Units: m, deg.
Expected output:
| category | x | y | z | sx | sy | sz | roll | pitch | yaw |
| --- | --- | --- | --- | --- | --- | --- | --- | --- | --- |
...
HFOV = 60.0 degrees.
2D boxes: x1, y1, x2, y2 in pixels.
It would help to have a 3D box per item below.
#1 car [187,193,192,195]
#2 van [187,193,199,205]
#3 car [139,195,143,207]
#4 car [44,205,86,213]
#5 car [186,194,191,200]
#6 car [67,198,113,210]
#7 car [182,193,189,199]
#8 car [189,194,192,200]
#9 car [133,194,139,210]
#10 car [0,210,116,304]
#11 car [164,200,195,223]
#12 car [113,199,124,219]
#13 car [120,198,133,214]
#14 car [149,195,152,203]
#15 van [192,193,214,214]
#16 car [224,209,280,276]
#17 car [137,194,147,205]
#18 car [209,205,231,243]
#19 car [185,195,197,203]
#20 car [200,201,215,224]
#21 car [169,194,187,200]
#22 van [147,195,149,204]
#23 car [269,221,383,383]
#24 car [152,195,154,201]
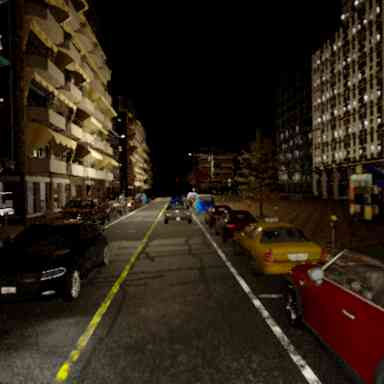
| category | x | y | z | sx | sy | sz | roll | pitch | yaw |
| --- | --- | --- | --- | --- | --- | --- | --- | --- | --- |
| car | 0.359 | 1.180 | 48.353 | 1.967 | 1.590 | 4.097 | -1 | 0 | -3 |
| van | 0.079 | 1.060 | 53.873 | 1.690 | 1.788 | 3.998 | -1 | 0 | -3 |
| car | -7.730 | 1.466 | 42.415 | 1.947 | 1.339 | 4.313 | -1 | 0 | -3 |
| car | -6.338 | 1.546 | 14.648 | 1.752 | 1.417 | 4.829 | -1 | 0 | -3 |
| car | 0.639 | 1.327 | 42.834 | 1.947 | 1.339 | 4.313 | -1 | 0 | -3 |
| car | -6.629 | 1.310 | 20.335 | 2.192 | 1.841 | 5.009 | -1 | 0 | -3 |
| car | -1.853 | 1.134 | 92.512 | 1.887 | 1.381 | 4.507 | -1 | 0 | -3 |
| car | 0.906 | 1.308 | 37.483 | 1.752 | 1.417 | 4.829 | -1 | 0 | -3 |
| car | -7.456 | 1.363 | 36.894 | 1.967 | 1.590 | 4.097 | -1 | 0 | -3 |
| car | -3.429 | 1.485 | 8.490 | 1.882 | 1.535 | 5.008 | -1 | 0 | -3 |
| car | -1.023 | 1.483 | 24.202 | 1.895 | 1.301 | 4.718 | -1 | 0 | -3 |
| car | -6.899 | 1.521 | 25.857 | 2.008 | 1.369 | 4.403 | -1 | 0 | -3 |
| car | -7.176 | 1.497 | 31.377 | 2.008 | 1.369 | 4.403 | -1 | 0 | -3 |
| car | -8.560 | 1.420 | 58.974 | 1.802 | 1.307 | 4.206 | -1 | 0 | -3 |
| van | 1.187 | 1.148 | 31.794 | 1.690 | 1.788 | 3.998 | -1 | 0 | -3 |
| car | 2.290 | 1.432 | 9.886 | 1.752 | 1.417 | 4.829 | -1 | 0 | -3 |
| car | -8.007 | 1.424 | 47.935 | 1.887 | 1.381 | 4.507 | -1 | 0 | -3 |
| car | 2.023 | 1.463 | 15.237 | 1.802 | 1.307 | 4.206 | -1 | 0 | -3 |
| car | -0.202 | 1.224 | 59.562 | 1.752 | 1.417 | 4.829 | -1 | 0 | -3 |
| car | 1.746 | 1.438 | 20.756 | 1.802 | 1.307 | 4.206 | -1 | 0 | -3 |
| car | -2.084 | 1.271 | 45.455 | 1.882 | 1.535 | 5.008 | -1 | 0 | -3 |
| van | -8.289 | 1.200 | 53.454 | 1.690 | 1.788 | 3.998 | -1 | 0 | -3 |
| car | 2.574 | 1.373 | 4.196 | 1.967 | 1.590 | 4.097 | -1 | 0 | -3 |
| car | -8.837 | 1.400 | 64.493 | 1.802 | 1.307 | 4.206 | -1 | 0 | -3 |
